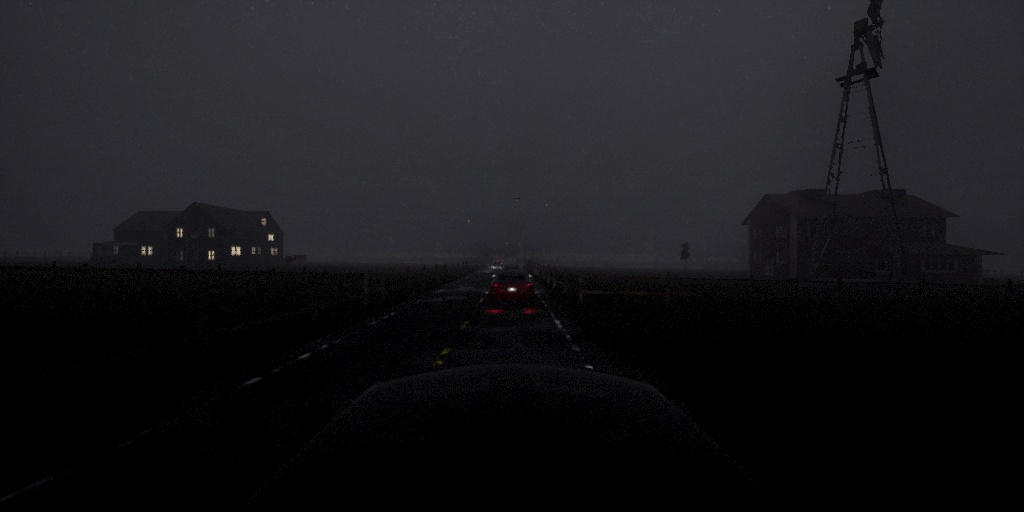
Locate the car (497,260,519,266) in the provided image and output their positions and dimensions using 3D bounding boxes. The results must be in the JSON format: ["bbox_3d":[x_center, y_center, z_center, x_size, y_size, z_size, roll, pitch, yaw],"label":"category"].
[{"bbox_3d":[0.000,1.330,31.500,1.994,1.385,4.181,0,0,0],"label":"car"}]

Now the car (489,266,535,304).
[{"bbox_3d":[0.000,1.324,16.500,1.994,1.385,4.181,0,0,0],"label":"car"}]
